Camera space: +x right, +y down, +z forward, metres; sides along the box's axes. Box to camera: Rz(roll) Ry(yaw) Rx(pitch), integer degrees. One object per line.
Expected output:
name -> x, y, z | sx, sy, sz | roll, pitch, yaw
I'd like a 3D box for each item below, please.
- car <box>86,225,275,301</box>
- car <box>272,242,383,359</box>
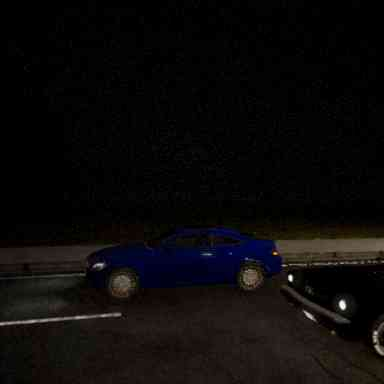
car -> -0.124, 1.543, 8.056 | 4.674, 1.442, 1.812 | 0, 0, -12
car -> 4.006, 1.627, 5.637 | 4.718, 1.301, 1.895 | 0, 0, -11
